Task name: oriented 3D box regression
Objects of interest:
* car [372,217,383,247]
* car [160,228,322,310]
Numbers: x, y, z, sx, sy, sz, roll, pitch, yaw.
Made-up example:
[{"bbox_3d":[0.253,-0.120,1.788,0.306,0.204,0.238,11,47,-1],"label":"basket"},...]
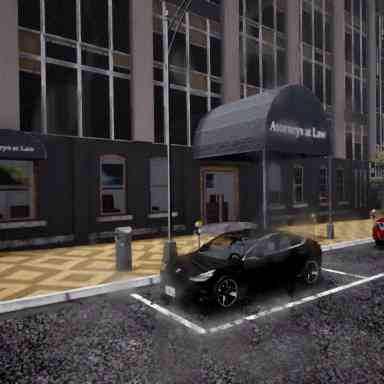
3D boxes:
[{"bbox_3d":[9.597,1.310,13.994,5.009,1.841,2.192,0,-1,-37],"label":"car"},{"bbox_3d":[1.317,1.564,7.797,4.313,1.339,1.947,0,-1,-37],"label":"car"}]
